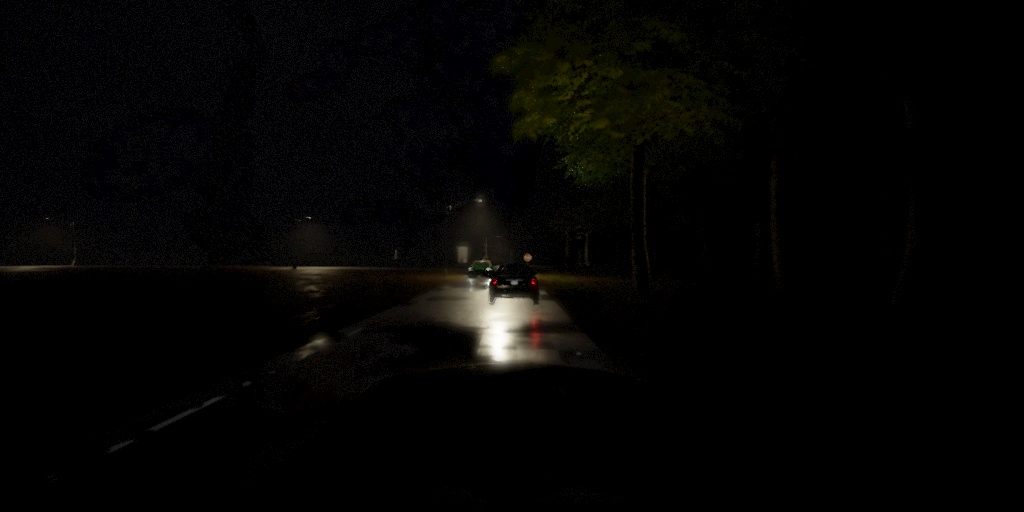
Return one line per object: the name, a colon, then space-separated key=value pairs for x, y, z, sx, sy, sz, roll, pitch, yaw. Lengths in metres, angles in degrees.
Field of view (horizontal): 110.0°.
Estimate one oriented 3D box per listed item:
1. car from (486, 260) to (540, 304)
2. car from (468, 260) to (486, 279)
car: x=0.099 y=1.110 z=16.564 sx=2.097 sy=1.767 sz=4.553 roll=0 pitch=0 yaw=0
car: x=-2.807 y=1.169 z=33.434 sx=2.097 sy=1.767 sz=4.553 roll=0 pitch=0 yaw=0
